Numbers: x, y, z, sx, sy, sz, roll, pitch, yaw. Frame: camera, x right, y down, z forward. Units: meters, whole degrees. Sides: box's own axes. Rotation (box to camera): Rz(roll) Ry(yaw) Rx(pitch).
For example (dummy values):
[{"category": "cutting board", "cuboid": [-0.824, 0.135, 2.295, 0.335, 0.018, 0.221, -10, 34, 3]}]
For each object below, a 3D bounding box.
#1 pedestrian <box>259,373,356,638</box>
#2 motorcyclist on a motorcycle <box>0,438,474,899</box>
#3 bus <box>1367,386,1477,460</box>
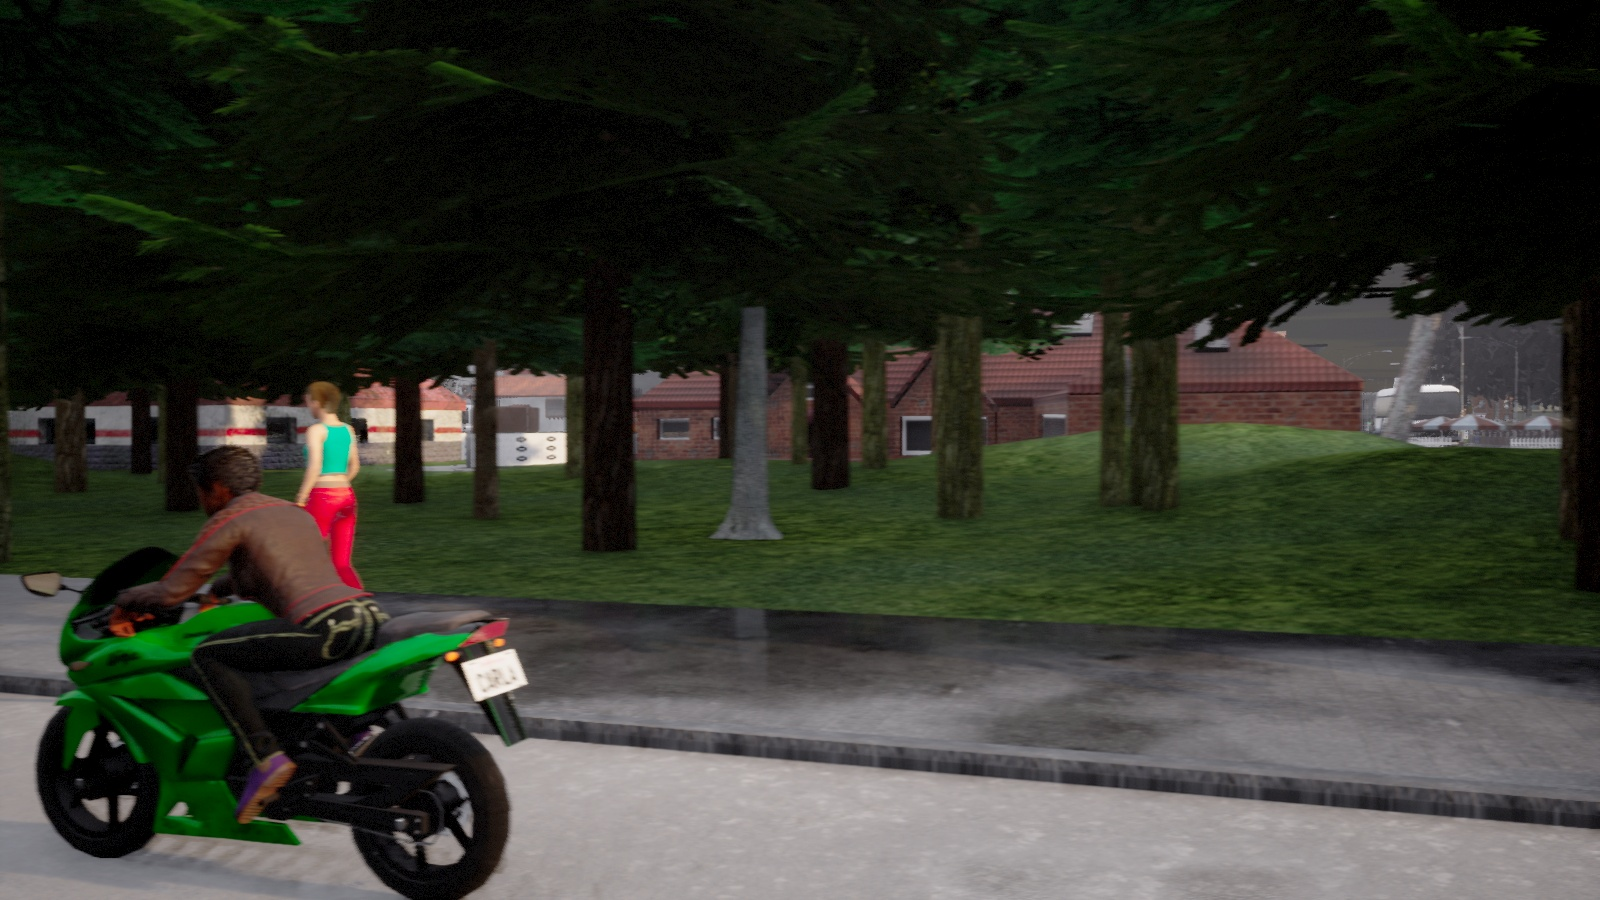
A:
[{"category": "pedestrian", "cuboid": [-3.526, 0.377, 8.990, 0.594, 1.836, 0.345, 1, 1, 30]}, {"category": "motorcyclist on a motorcycle", "cuboid": [-2.274, 0.727, 4.485, 2.044, 1.523, 0.797, 1, 1, 19]}, {"category": "bus", "cuboid": [39.116, -1.671, 79.431, 3.944, 4.253, 10.273, -1, 1, 13]}]
